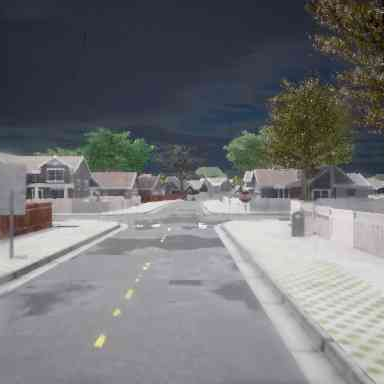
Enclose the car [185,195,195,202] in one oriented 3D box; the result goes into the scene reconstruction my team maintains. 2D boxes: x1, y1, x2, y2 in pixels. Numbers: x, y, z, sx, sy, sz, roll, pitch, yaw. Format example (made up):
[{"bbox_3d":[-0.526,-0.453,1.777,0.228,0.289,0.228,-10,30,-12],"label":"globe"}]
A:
[{"bbox_3d":[-0.392,1.543,80.790,2.128,1.511,4.902,0,0,11],"label":"car"}]
